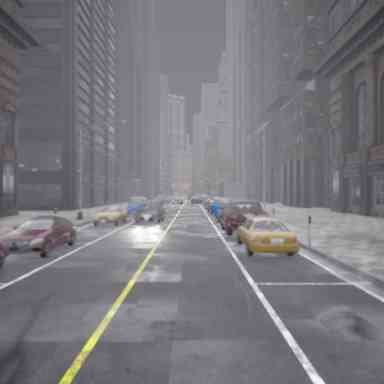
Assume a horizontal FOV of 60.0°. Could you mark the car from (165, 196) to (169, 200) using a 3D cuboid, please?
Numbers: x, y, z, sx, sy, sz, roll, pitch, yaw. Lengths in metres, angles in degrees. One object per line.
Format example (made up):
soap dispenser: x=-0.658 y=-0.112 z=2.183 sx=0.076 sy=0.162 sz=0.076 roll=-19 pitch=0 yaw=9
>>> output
car: x=-5.783 y=1.434 z=57.831 sx=2.192 sy=1.841 sz=5.009 roll=0 pitch=0 yaw=0

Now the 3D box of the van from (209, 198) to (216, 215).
van: x=2.752 y=1.399 z=29.752 sx=1.690 sy=1.788 sz=3.998 roll=0 pitch=0 yaw=0

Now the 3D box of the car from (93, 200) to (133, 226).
car: x=-5.771 y=1.572 z=23.948 sx=1.752 sy=1.417 sz=4.829 roll=0 pitch=0 yaw=0

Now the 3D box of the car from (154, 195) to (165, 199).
car: x=-5.781 y=1.657 z=52.212 sx=2.008 sy=1.369 sz=4.403 roll=0 pitch=0 yaw=0

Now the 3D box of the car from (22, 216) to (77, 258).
car: x=-5.767 y=1.606 z=12.880 sx=1.802 sy=1.307 sz=4.206 roll=0 pitch=0 yaw=0

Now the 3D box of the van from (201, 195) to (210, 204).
van: x=2.738 y=1.489 z=69.080 sx=1.690 sy=1.788 sz=3.998 roll=0 pitch=0 yaw=0

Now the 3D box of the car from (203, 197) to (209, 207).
car: x=2.748 y=1.626 z=40.988 sx=1.887 sy=1.381 sz=4.507 roll=0 pitch=0 yaw=0

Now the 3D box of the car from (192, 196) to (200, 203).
car: x=0.873 y=1.676 z=77.516 sx=1.837 sy=1.490 sz=4.892 roll=0 pitch=0 yaw=0

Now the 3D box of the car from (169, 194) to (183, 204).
car: x=-3.031 y=1.362 z=65.791 sx=2.150 sy=2.045 sz=5.566 roll=0 pitch=0 yaw=0

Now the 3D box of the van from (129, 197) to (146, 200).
van: x=-5.775 y=1.411 z=35.356 sx=1.690 sy=1.788 sz=3.998 roll=0 pitch=0 yaw=0

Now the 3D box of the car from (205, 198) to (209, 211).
car: x=2.750 y=1.615 z=35.370 sx=1.887 sy=1.381 sz=4.507 roll=0 pitch=0 yaw=0

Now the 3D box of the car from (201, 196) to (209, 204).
car: x=2.746 y=1.644 z=46.601 sx=2.008 sy=1.369 sz=4.403 roll=0 pitch=0 yaw=0

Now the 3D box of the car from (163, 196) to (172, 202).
car: x=-5.791 y=1.703 z=80.136 sx=1.752 sy=1.417 sz=4.829 roll=0 pitch=0 yaw=0

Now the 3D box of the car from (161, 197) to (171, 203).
car: x=-5.789 y=1.729 z=74.687 sx=1.947 sy=1.339 sz=4.313 roll=0 pitch=0 yaw=0

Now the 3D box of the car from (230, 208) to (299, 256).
car: x=2.758 y=1.550 z=13.066 sx=1.752 sy=1.417 sz=4.829 roll=0 pitch=0 yaw=0

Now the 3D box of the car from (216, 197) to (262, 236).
car: x=2.756 y=1.351 z=18.515 sx=2.192 sy=1.841 sz=5.009 roll=0 pitch=0 yaw=0

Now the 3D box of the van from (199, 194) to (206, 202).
van: x=2.732 y=1.535 z=85.936 sx=1.690 sy=1.788 sz=3.998 roll=0 pitch=0 yaw=0

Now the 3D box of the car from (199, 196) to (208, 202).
car: x=2.734 y=1.723 z=80.317 sx=1.887 sy=1.381 sz=4.507 roll=0 pitch=0 yaw=0

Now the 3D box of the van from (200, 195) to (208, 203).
van: x=2.736 y=1.504 z=74.699 sx=1.690 sy=1.788 sz=3.998 roll=0 pitch=0 yaw=0

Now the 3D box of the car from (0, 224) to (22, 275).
car: x=-5.765 y=1.595 z=7.262 sx=1.802 sy=1.307 sz=4.206 roll=0 pitch=0 yaw=0

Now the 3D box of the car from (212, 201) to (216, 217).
car: x=2.754 y=1.598 z=24.133 sx=2.008 sy=1.369 sz=4.403 roll=0 pitch=0 yaw=0

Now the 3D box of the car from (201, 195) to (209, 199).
car: x=2.744 y=1.632 z=52.395 sx=1.752 sy=1.417 sz=4.829 roll=0 pitch=0 yaw=0

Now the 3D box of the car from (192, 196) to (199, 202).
car: x=0.872 y=1.713 z=83.515 sx=1.812 sy=1.442 sz=4.674 roll=0 pitch=0 yaw=0

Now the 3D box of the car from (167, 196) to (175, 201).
car: x=-5.795 y=1.776 z=91.543 sx=1.947 sy=1.339 sz=4.313 roll=0 pitch=0 yaw=0

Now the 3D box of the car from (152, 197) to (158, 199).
car: x=-5.777 y=1.633 z=40.975 sx=2.008 sy=1.369 sz=4.403 roll=0 pitch=0 yaw=0

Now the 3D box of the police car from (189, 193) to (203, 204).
police car: x=0.877 y=1.569 z=67.626 sx=1.930 sy=1.638 sz=5.238 roll=0 pitch=0 yaw=0

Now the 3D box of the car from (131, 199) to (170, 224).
car: x=-3.108 y=1.541 z=25.200 sx=2.128 sy=1.511 sz=4.902 roll=0 pitch=0 yaw=0
